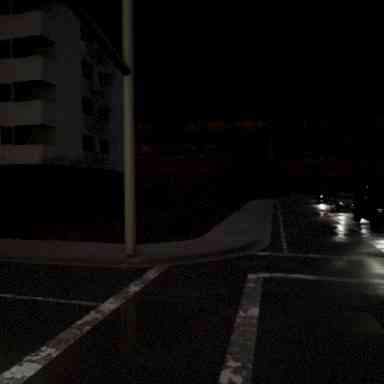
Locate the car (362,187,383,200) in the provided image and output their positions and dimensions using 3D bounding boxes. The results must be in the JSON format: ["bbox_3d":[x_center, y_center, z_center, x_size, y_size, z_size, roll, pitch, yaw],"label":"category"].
[{"bbox_3d":[25.702,0.163,45.789,4.902,1.511,2.128,-1,2,-37],"label":"car"}]

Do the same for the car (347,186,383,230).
[{"bbox_3d":[9.925,0.724,17.196,2.150,2.045,5.566,0,2,13],"label":"car"}]

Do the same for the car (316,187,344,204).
[{"bbox_3d":[14.713,0.340,36.110,2.097,1.767,4.553,0,2,16],"label":"car"}]

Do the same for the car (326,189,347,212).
[{"bbox_3d":[12.249,0.774,26.553,1.812,1.442,4.674,0,2,15],"label":"car"}]

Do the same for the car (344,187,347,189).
[{"bbox_3d":[19.695,0.081,44.983,2.097,1.767,4.553,1,2,41],"label":"car"}]
